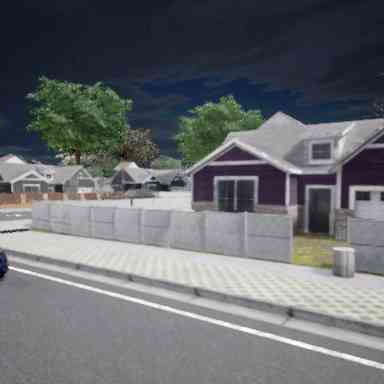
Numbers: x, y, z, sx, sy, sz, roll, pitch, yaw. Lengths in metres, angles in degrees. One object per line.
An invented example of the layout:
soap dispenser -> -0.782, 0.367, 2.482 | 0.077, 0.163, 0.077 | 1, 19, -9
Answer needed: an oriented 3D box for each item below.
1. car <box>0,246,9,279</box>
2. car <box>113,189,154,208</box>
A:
car -> -6.517, 1.501, 8.412 | 4.181, 1.385, 1.994 | 0, 0, 34
car -> -6.639, 0.721, 38.371 | 2.150, 2.045, 5.566 | 1, 1, 33
